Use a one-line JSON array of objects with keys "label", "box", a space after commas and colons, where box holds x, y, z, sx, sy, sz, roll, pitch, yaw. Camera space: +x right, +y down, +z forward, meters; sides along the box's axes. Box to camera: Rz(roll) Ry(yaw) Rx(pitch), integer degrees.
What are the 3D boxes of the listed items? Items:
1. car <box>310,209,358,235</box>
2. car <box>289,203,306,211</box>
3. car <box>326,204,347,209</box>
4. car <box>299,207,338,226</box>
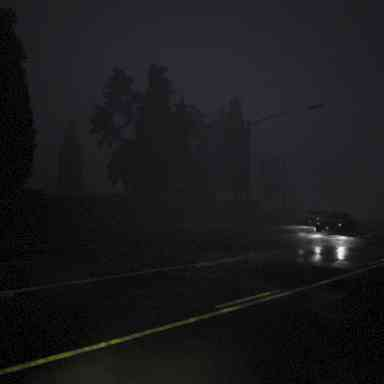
[{"label": "car", "box": [10.285, 2.138, 23.383, 1.812, 1.442, 4.674, 0, -2, 40]}, {"label": "car", "box": [22.293, 3.379, 69.511, 2.150, 2.045, 5.566, 1, -2, -10]}, {"label": "car", "box": [26.494, 3.176, 61.118, 2.150, 2.045, 5.566, 1, -2, 0]}, {"label": "car", "box": [11.563, 2.337, 30.480, 1.812, 1.442, 4.674, 0, -2, 37]}]
